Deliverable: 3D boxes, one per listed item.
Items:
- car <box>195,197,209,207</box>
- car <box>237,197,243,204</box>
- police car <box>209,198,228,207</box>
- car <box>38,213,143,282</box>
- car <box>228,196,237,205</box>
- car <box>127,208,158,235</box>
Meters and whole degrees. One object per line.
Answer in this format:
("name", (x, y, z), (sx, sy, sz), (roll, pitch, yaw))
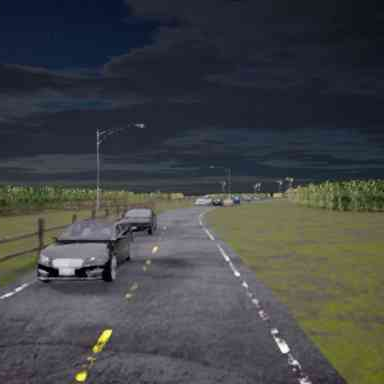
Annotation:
("car", (2.341, 1.980, 70.079), (2.150, 2.045, 5.566), (0, -1, 16))
("car", (10.422, 2.093, 82.694), (2.150, 2.045, 5.566), (0, -1, 22))
("police car", (5.420, 2.165, 67.840), (1.930, 1.638, 5.238), (0, -1, 15))
("car", (-2.957, 1.606, 10.165), (2.128, 1.511, 4.902), (0, -1, -1))
("car", (8.400, 2.278, 77.310), (1.801, 1.575, 5.366), (0, -1, 19))
("car", (-3.209, 1.712, 20.613), (1.882, 1.535, 5.008), (0, -1, -2))
